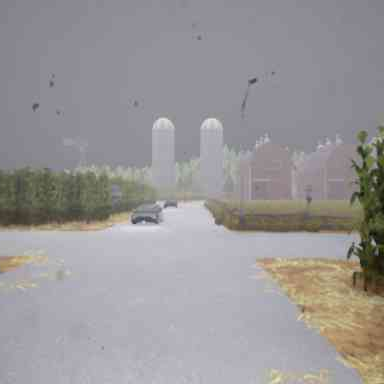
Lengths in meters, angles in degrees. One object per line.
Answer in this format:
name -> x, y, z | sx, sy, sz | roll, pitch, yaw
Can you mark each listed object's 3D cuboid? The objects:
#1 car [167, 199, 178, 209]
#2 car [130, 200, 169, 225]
car -> -3.074, 1.722, 49.337 | 1.895, 1.301, 4.718 | 0, 0, 0
car -> -3.098, 1.562, 24.077 | 2.033, 1.411, 5.357 | 0, 0, 0
